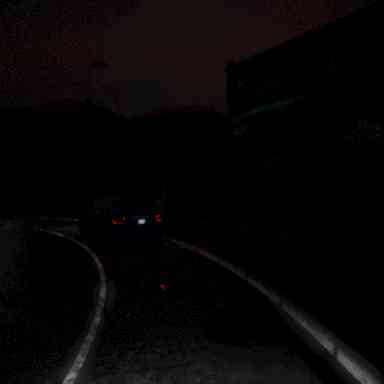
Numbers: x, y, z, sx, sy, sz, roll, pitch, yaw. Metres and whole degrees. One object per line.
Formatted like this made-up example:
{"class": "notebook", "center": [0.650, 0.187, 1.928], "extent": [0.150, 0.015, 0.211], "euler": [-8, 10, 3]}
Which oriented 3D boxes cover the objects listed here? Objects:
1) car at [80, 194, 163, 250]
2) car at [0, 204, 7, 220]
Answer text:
{"class": "car", "center": [-3.184, 1.089, 14.241], "extent": [2.150, 2.045, 5.566], "euler": [-1, 2, -31]}
{"class": "car", "center": [-15.782, 1.374, 24.121], "extent": [4.902, 1.511, 2.128], "euler": [-2, 1, 19]}
